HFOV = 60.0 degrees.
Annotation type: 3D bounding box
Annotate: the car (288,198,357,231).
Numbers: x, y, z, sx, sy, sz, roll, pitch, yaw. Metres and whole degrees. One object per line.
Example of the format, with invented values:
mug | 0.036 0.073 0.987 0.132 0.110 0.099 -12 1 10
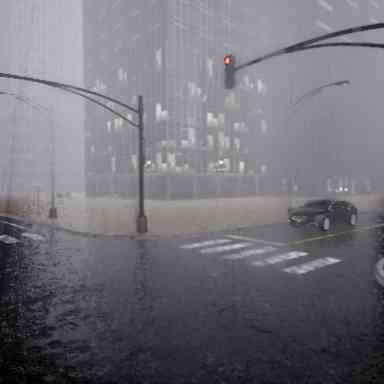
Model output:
car | 6.946 1.098 17.474 4.892 1.490 1.837 -1 2 -41
